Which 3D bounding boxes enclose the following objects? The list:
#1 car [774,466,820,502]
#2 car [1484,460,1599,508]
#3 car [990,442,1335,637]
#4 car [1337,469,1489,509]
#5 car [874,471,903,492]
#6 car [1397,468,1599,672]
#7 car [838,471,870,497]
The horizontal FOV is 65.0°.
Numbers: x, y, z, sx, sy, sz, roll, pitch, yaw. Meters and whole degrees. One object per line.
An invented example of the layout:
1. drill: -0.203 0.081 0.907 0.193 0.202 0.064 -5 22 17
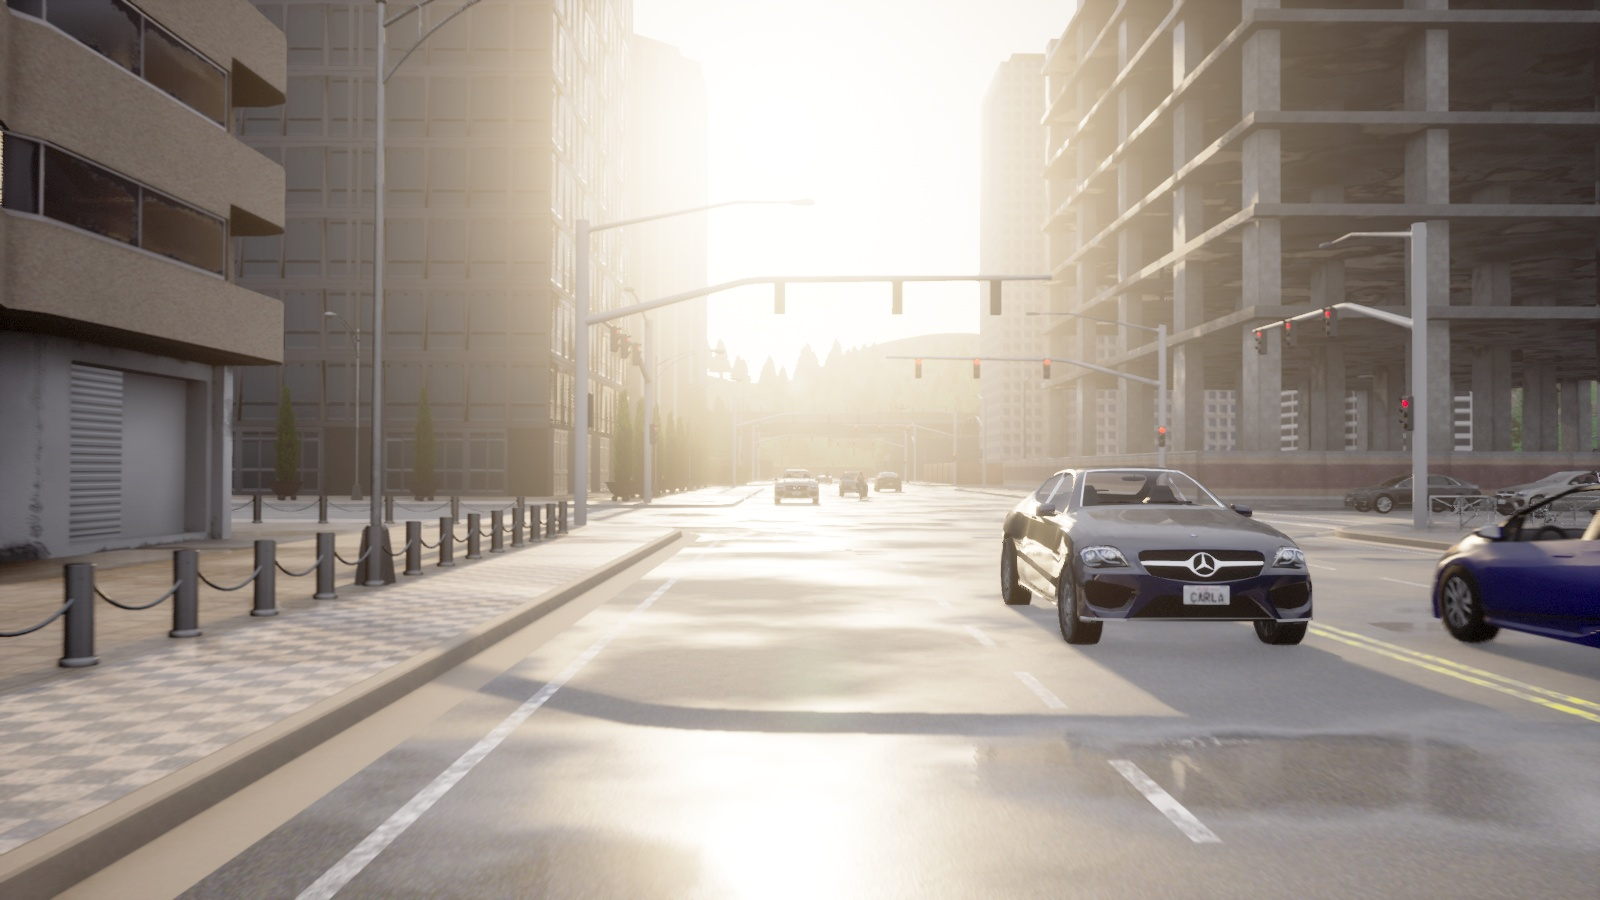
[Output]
1. car: -0.150 1.621 61.262 2.152 1.651 5.027 0 -1 0
2. car: 27.280 1.172 44.365 5.027 1.651 2.152 0 -1 0
3. car: 3.467 0.801 13.218 2.152 1.651 5.027 0 -1 0
4. car: 23.285 1.473 47.838 4.892 1.490 1.837 0 -1 0
5. car: 6.766 2.383 96.511 1.882 1.535 5.008 0 -1 0
6. car: 6.975 0.906 10.269 2.007 1.525 4.514 0 -1 0
7. car: 3.310 2.085 77.930 1.789 1.549 3.705 0 -1 0
